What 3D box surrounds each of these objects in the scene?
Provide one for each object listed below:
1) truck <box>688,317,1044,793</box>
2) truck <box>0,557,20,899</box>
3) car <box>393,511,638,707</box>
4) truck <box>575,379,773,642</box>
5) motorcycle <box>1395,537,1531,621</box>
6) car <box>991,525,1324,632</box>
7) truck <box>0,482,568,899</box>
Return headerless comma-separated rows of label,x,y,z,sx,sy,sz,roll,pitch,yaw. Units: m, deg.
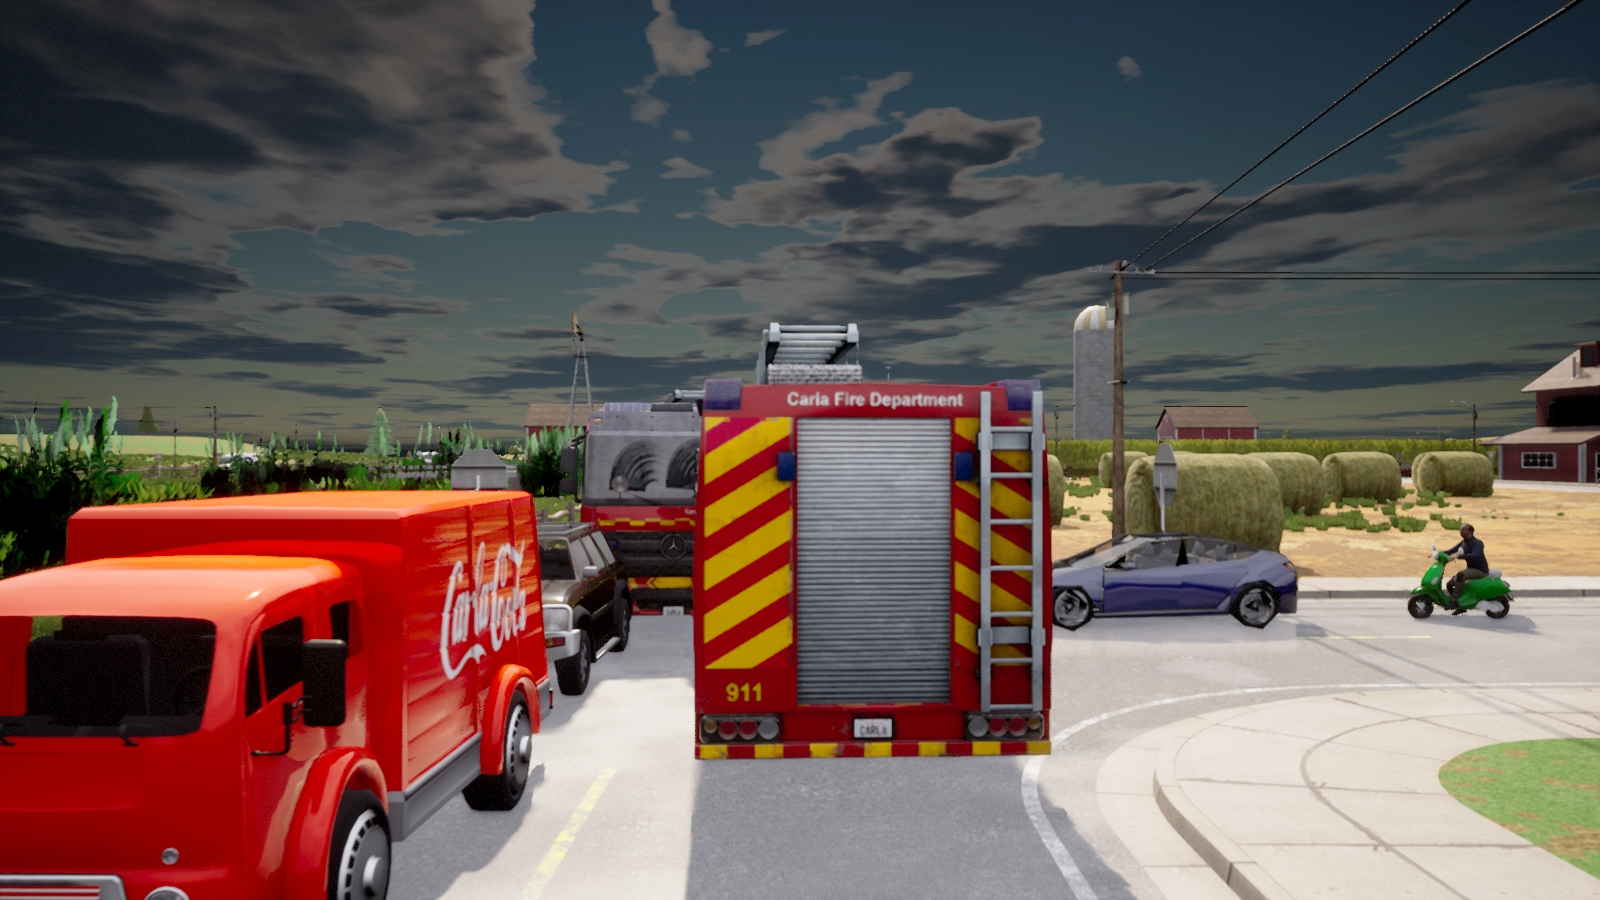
truck,0.321,0.869,13.495,2.891,3.827,8.468,0,0,-3
truck,-3.528,1.534,0.626,2.627,2.467,5.204,0,0,0
car,-3.380,1.834,14.562,1.932,1.855,4.605,0,0,1
truck,-2.479,0.870,21.054,2.891,3.827,8.468,0,0,-9
motorcycle,11.119,2.150,19.204,1.805,1.316,0.856,0,0,-2
car,5.780,2.068,18.905,4.792,1.488,2.163,0,0,-4
truck,-3.445,1.534,7.761,2.627,2.467,5.204,0,0,1
